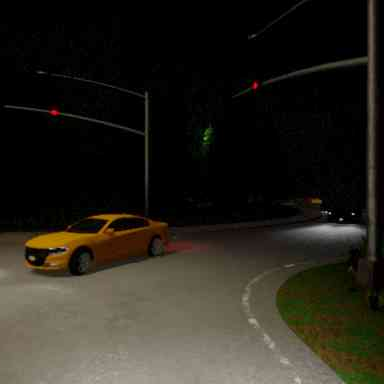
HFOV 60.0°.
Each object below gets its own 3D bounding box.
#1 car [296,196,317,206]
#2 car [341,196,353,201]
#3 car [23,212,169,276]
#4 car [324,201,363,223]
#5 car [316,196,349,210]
[{"bbox_3d":[19.596,1.451,56.078,1.882,1.535,5.008,0,0,-16],"label":"car"},{"bbox_3d":[20.758,1.325,46.367,2.097,1.767,4.553,0,0,3],"label":"car"},{"bbox_3d":[-2.769,1.464,10.712,1.882,1.535,5.008,-1,-1,34],"label":"car"},{"bbox_3d":[11.408,1.574,24.658,1.895,1.301,4.718,0,0,32],"label":"car"},{"bbox_3d":[16.486,1.537,39.241,1.994,1.385,4.181,0,0,8],"label":"car"}]
